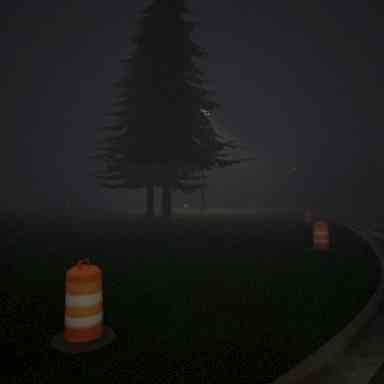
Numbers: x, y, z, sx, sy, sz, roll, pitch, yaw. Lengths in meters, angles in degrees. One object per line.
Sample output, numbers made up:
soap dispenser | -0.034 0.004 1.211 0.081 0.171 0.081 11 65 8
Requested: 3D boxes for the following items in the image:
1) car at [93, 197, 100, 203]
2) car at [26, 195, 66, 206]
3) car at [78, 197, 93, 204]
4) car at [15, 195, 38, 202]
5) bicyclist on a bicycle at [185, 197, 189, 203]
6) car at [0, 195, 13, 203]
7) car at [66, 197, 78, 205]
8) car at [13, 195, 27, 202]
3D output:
car | -20.338 1.616 64.713 4.718 1.301 1.895 0 0 21
car | -24.117 1.562 54.917 5.357 1.411 2.033 0 0 21
car | -21.579 1.563 61.440 5.357 1.411 2.033 0 0 21
car | -35.065 1.383 70.443 4.181 1.385 1.994 0 0 21
bicyclist on a bicycle | -0.943 1.300 61.529 0.582 1.620 1.656 0 0 21
car | -37.604 1.309 63.919 5.008 1.535 1.882 0 0 21
car | -22.876 1.616 58.189 4.718 1.301 1.895 0 0 21
car | -36.335 1.331 67.181 4.892 1.490 1.837 0 0 21
